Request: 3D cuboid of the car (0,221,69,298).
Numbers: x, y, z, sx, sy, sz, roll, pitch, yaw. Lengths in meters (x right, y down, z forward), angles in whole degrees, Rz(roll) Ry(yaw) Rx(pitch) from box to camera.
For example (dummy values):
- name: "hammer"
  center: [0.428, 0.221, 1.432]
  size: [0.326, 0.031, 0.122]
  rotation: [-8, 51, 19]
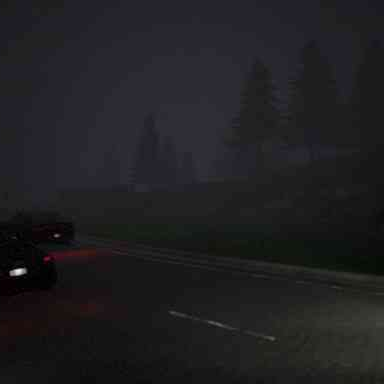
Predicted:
- name: "car"
  center: [-5.089, 1.629, 8.130]
  size: [4.181, 1.385, 1.994]
  rotation: [-1, 0, 41]

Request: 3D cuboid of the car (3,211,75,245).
- name: "car"
  center: [-7.050, 1.584, 14.812]
  size: [1.882, 1.535, 5.008]
  rotation: [0, 0, -45]
